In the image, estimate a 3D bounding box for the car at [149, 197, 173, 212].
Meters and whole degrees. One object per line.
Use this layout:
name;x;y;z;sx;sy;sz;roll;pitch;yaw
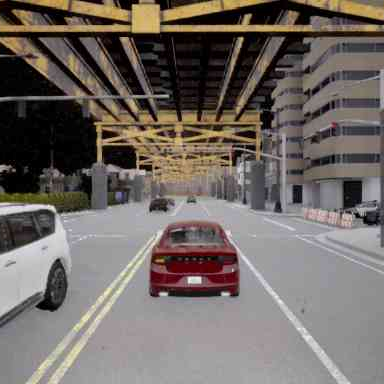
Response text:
car;-3.658;1.437;37.817;1.882;1.535;5.008;0;0;1

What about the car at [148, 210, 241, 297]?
car;0.055;1.468;8.598;1.882;1.535;5.008;0;0;0

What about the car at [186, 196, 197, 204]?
car;-0.129;1.466;63.273;2.033;1.411;5.357;0;0;0

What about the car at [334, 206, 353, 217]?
car;13.583;1.233;25.430;4.536;1.218;1.853;0;0;25

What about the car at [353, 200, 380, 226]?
car;13.218;1.397;21.292;4.974;1.542;2.038;0;0;-20

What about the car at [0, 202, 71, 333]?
car;-3.612;1.224;4.833;2.150;2.045;5.566;0;0;0

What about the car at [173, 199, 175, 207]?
car;-3.686;1.504;50.807;1.994;1.385;4.181;0;0;0
